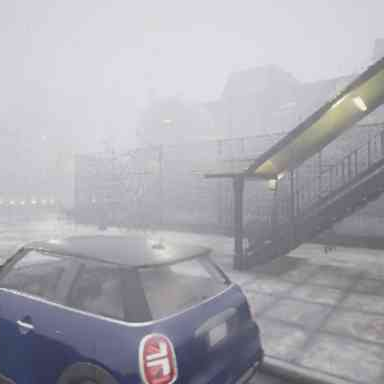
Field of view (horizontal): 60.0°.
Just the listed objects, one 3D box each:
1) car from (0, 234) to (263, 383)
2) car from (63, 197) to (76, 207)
[{"bbox_3d":[-1.491,1.357,4.365,4.553,1.767,2.185,0,0,35],"label":"car"},{"bbox_3d":[-17.689,1.518,51.819,2.128,1.511,4.902,0,0,35],"label":"car"}]
